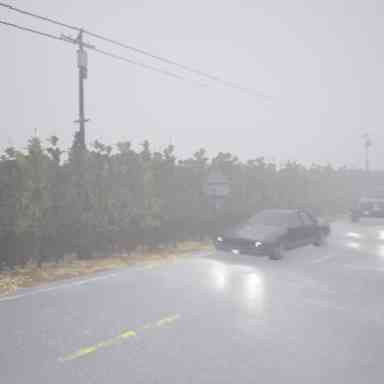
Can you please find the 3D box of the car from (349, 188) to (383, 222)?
[{"bbox_3d":[11.785,0.769,20.890,2.150,2.045,5.566,0,1,43],"label":"car"}]

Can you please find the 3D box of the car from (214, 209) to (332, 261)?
[{"bbox_3d":[3.117,1.328,11.759,2.033,1.411,5.357,0,1,44],"label":"car"}]
